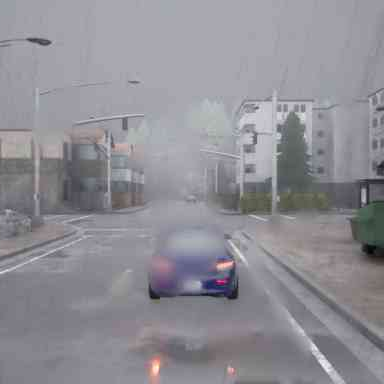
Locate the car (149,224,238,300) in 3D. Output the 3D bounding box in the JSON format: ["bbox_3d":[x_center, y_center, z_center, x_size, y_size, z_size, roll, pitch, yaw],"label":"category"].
[{"bbox_3d":[0.040,1.526,8.290,1.812,1.442,4.674,0,0,0],"label":"car"}]

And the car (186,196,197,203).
[{"bbox_3d":[-0.143,1.525,66.933,1.812,1.442,4.674,0,0,0],"label":"car"}]
